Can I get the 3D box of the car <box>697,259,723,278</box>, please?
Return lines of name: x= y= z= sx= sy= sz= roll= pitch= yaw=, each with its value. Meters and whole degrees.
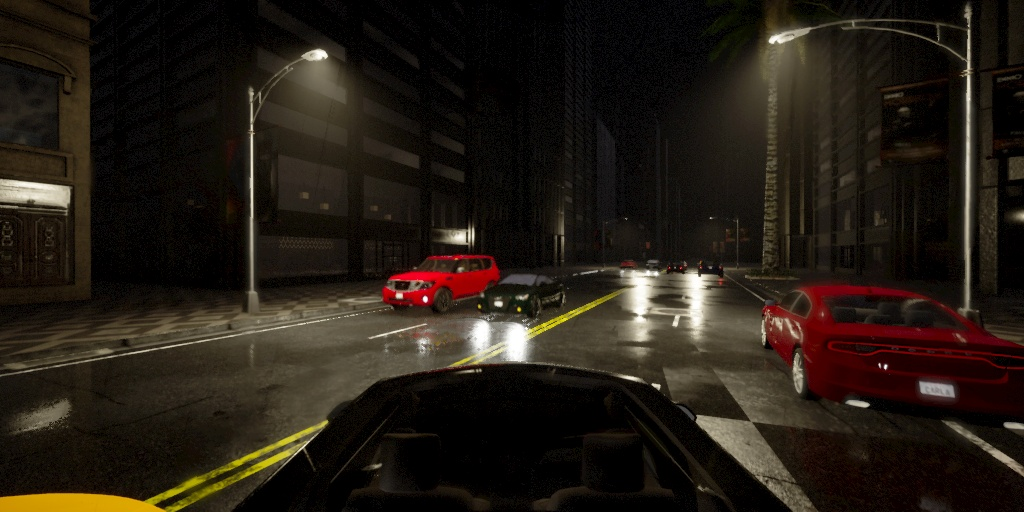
car: x=19.304 y=1.118 z=34.965 sx=2.097 sy=1.767 sz=4.553 roll=0 pitch=0 yaw=27

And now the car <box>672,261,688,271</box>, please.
car: x=23.558 y=1.381 z=50.284 sx=1.895 sy=1.301 sz=4.718 roll=0 pitch=0 yaw=27

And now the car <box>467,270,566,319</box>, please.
car: x=0.482 y=1.315 z=13.018 sx=1.994 sy=1.385 sz=4.181 roll=0 pitch=0 yaw=27

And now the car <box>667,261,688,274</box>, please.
car: x=18.667 y=1.317 z=40.788 sx=2.033 sy=1.411 sz=5.357 roll=0 pitch=0 yaw=27

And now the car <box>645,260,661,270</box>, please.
car: x=20.209 y=1.271 z=51.297 sx=2.128 sy=1.511 sz=4.902 roll=0 pitch=0 yaw=27

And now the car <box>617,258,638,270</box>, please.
car: x=17.073 y=1.305 z=52.309 sx=1.812 sy=1.442 sz=4.674 roll=0 pitch=0 yaw=27

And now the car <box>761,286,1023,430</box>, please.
car: x=5.516 y=1.228 z=5.895 sx=1.882 sy=1.535 sz=5.008 roll=0 pitch=0 yaw=27

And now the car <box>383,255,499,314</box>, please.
car: x=-2.480 y=0.972 z=14.366 sx=2.150 sy=2.045 sz=5.566 roll=0 pitch=0 yaw=27
